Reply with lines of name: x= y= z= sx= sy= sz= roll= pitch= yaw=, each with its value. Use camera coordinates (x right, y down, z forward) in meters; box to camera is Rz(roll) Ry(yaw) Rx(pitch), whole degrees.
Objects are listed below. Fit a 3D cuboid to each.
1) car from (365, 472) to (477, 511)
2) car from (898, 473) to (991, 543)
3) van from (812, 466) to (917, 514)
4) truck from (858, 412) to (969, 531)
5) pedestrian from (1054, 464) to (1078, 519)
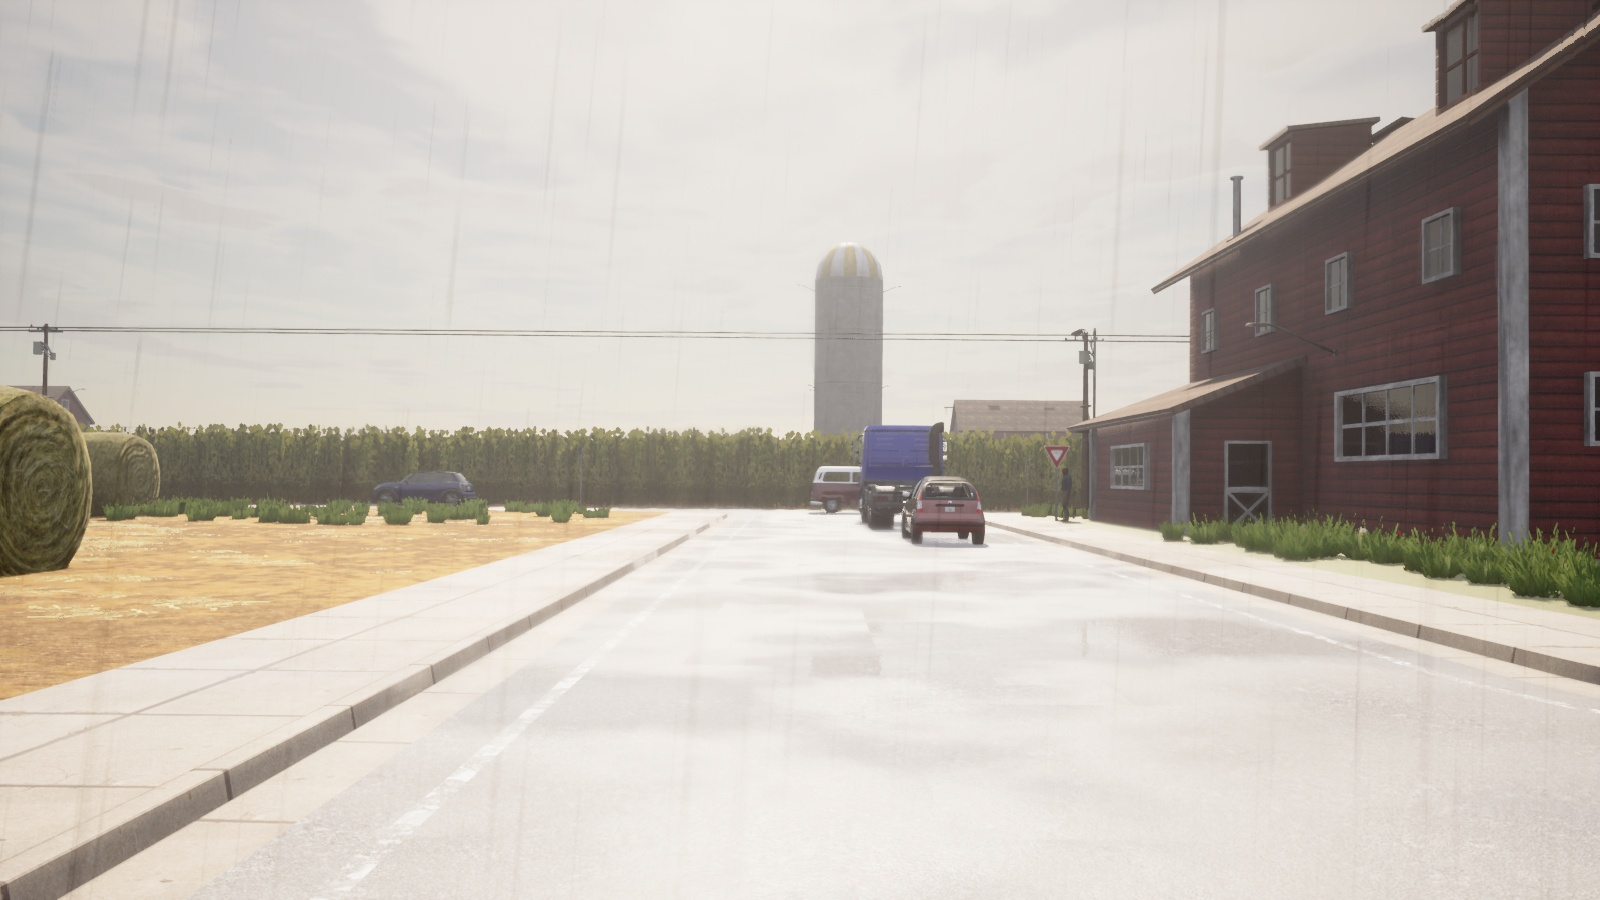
car: x=-17.620 y=1.911 z=58.467 sx=4.553 sy=1.767 sz=2.097 roll=0 pitch=-1 yaw=1
car: x=3.507 y=1.387 z=31.174 sx=1.851 sy=1.617 sz=3.988 roll=0 pitch=-1 yaw=0
van: x=2.771 y=1.722 z=54.664 sx=4.480 sy=2.038 sz=2.069 roll=0 pitch=-1 yaw=1
truck: x=3.507 y=0.709 z=40.789 sx=2.891 sy=3.462 sz=7.936 roll=0 pitch=-1 yaw=0
pedestrian: x=8.856 y=1.383 z=41.787 sx=0.726 sy=1.835 sz=0.370 roll=0 pitch=-1 yaw=2
